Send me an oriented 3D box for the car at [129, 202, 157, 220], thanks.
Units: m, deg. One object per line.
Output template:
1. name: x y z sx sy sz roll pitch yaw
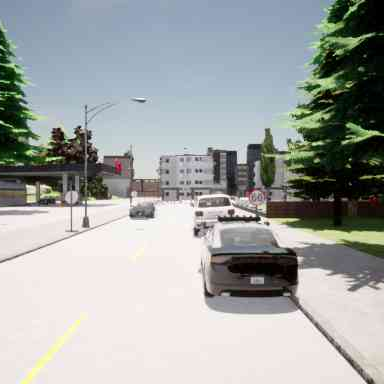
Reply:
1. car: -4.114 1.564 28.443 1.994 1.385 4.181 0 0 0

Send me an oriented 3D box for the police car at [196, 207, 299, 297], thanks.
1. police car: 1.202 1.425 8.714 1.930 1.638 5.238 0 0 0

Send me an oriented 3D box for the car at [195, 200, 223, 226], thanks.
1. car: 1.187 1.456 24.794 1.801 1.575 5.366 0 0 0

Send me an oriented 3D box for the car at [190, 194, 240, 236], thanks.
1. car: 1.134 1.174 18.634 2.150 2.045 5.566 -3 0 0

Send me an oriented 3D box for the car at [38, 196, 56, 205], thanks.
1. car: -23.928 1.412 54.792 1.845 1.501 3.633 0 0 0

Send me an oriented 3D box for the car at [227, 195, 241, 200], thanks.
1. car: 11.090 1.515 87.362 1.853 1.218 4.536 0 0 30

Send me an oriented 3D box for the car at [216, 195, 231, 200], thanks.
1. car: 8.319 1.429 87.751 3.633 1.501 1.845 0 0 11

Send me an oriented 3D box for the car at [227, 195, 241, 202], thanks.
1. car: 11.115 1.673 87.407 2.038 1.542 4.974 0 0 30
